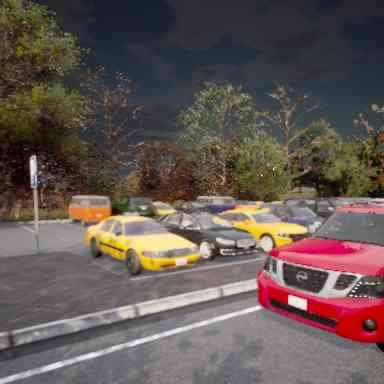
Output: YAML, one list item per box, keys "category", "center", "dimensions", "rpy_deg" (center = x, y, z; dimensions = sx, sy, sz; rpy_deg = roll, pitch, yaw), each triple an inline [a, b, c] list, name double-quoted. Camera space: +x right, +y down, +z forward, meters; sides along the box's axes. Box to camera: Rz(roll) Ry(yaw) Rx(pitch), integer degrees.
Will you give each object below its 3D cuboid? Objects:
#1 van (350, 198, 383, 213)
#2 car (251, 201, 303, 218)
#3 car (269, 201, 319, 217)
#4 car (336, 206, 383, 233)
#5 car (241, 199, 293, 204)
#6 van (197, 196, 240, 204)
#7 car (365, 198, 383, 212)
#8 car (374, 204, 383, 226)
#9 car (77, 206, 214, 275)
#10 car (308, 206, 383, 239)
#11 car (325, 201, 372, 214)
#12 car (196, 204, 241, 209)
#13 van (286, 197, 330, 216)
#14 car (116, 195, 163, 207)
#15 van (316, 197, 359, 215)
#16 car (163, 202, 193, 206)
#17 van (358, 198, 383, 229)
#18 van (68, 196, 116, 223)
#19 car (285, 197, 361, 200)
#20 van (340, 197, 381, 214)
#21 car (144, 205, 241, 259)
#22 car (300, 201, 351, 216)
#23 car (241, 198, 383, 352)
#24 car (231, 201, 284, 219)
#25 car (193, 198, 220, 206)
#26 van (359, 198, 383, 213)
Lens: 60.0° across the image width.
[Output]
- category: "van"
  center: [24.408, 1.846, 45.868]
  dimensions: [1.878, 1.987, 4.442]
  rpy_deg: [2, -1, -35]
- category: "car"
  center: [8.702, 1.733, 34.524]
  dimensions: [2.097, 1.535, 5.008]
  rpy_deg: [1, -1, -35]
- category: "car"
  center: [10.958, 1.774, 36.131]
  dimensions: [2.231, 1.521, 4.892]
  rpy_deg: [1, -1, -35]
- category: "car"
  center: [11.615, 1.692, 20.548]
  dimensions: [2.002, 1.452, 4.674]
  rpy_deg: [1, -1, -35]
- category: "car"
  center: [4.823, 1.410, 15.741]
  dimensions: [2.185, 1.767, 4.553]
  rpy_deg: [1, -1, -35]
- category: "van"
  center: [1.866, 1.389, 29.801]
  dimensions: [1.878, 1.987, 4.442]
  rpy_deg: [1, -1, -35]
- category: "car"
  center: [28.901, 1.985, 48.893]
  dimensions: [2.435, 2.045, 5.566]
  rpy_deg: [2, -1, -35]
- category: "car"
  center: [16.135, 1.731, 23.773]
  dimensions: [2.097, 1.535, 5.008]
  rpy_deg: [1, -1, -35]
- category: "car"
  center: [-1.826, 1.461, 10.736]
  dimensions: [1.946, 1.575, 5.366]
  rpy_deg: [1, 0, -35]
- category: "car"
  center: [9.340, 1.642, 18.959]
  dimensions: [2.163, 1.488, 4.792]
  rpy_deg: [1, -1, -35]
- category: "car"
  center: [19.973, 1.931, 42.570]
  dimensions: [2.097, 1.535, 5.008]
  rpy_deg: [1, -1, -35]
- category: "car"
  center: [2.575, 1.503, 14.109]
  dimensions: [2.097, 1.535, 5.008]
  rpy_deg: [1, 0, -35]
- category: "van"
  center: [13.145, 1.587, 37.840]
  dimensions: [1.878, 1.987, 4.442]
  rpy_deg: [1, -1, -35]
- category: "car"
  center: [-4.846, 1.253, 24.908]
  dimensions: [2.435, 2.045, 5.566]
  rpy_deg: [1, 0, -35]
- category: "van"
  center: [17.791, 1.666, 40.865]
  dimensions: [1.878, 1.987, 4.442]
  rpy_deg: [1, -1, -35]
- category: "car"
  center: [-2.470, 1.535, 26.340]
  dimensions: [1.946, 1.575, 5.366]
  rpy_deg: [1, 0, -35]
- category: "van"
  center: [13.813, 1.466, 22.254]
  dimensions: [1.878, 1.987, 4.442]
  rpy_deg: [1, -1, -35]
- category: "van"
  center: [-7.253, 1.254, 23.302]
  dimensions: [1.878, 1.987, 4.442]
  rpy_deg: [1, 0, -35]
- category: "car"
  center: [7.116, 1.321, 17.303]
  dimensions: [2.435, 2.045, 5.566]
  rpy_deg: [1, -1, -35]
- category: "van"
  center: [22.180, 1.758, 43.994]
  dimensions: [1.878, 1.987, 4.442]
  rpy_deg: [2, -1, -35]
- category: "car"
  center: [0.318, 1.481, 12.499]
  dimensions: [2.231, 1.521, 4.892]
  rpy_deg: [1, 0, -35]
- category: "car"
  center: [15.574, 1.849, 39.201]
  dimensions: [1.946, 1.575, 5.366]
  rpy_deg: [1, -1, -36]
- category: "car"
  center: [3.759, 1.237, 6.368]
  dimensions: [5.566, 2.045, 2.150]
  rpy_deg: [0, 0, -35]
- category: "car"
  center: [6.344, 1.692, 32.843]
  dimensions: [2.097, 1.535, 5.008]
  rpy_deg: [1, -1, -35]
- category: "car"
  center: [-0.321, 1.576, 28.091]
  dimensions: [2.231, 1.521, 4.892]
  rpy_deg: [1, -1, -35]
- category: "van"
  center: [26.561, 1.927, 47.403]
  dimensions: [1.878, 1.987, 4.442]
  rpy_deg: [2, -1, -35]
